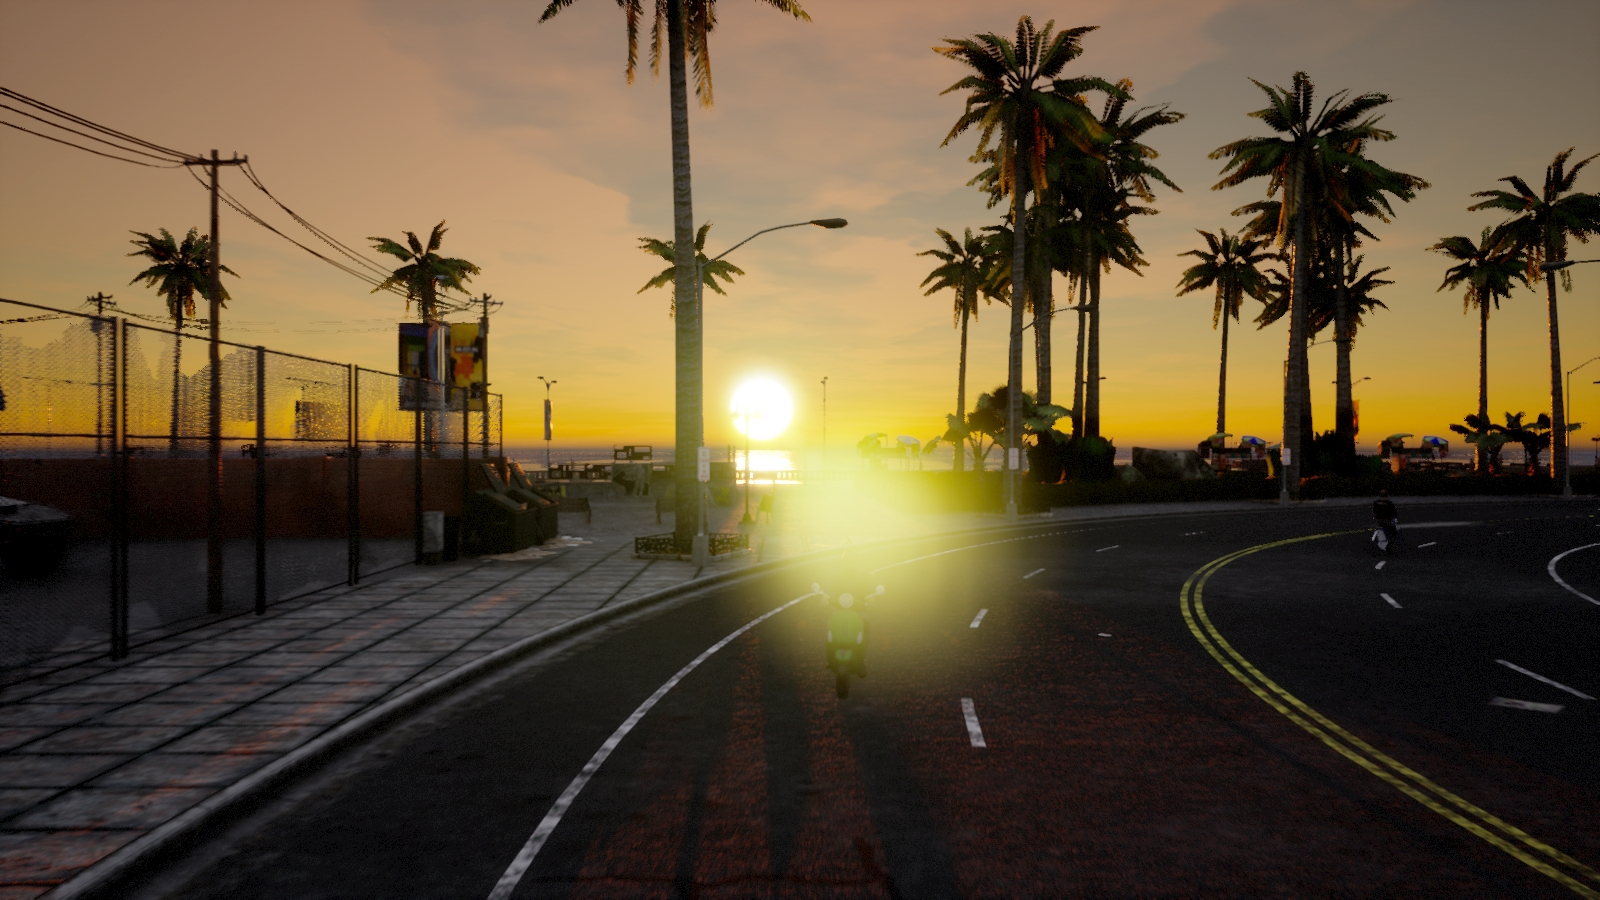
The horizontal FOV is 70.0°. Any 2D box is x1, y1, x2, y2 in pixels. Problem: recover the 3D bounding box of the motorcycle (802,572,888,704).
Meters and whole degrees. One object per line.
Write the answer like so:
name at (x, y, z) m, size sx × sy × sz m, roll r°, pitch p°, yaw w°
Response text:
motorcycle at (0.568, 2.179, 13.581) m, size 0.856 × 1.236 × 1.805 m, roll 1°, pitch 0°, yaw 7°
